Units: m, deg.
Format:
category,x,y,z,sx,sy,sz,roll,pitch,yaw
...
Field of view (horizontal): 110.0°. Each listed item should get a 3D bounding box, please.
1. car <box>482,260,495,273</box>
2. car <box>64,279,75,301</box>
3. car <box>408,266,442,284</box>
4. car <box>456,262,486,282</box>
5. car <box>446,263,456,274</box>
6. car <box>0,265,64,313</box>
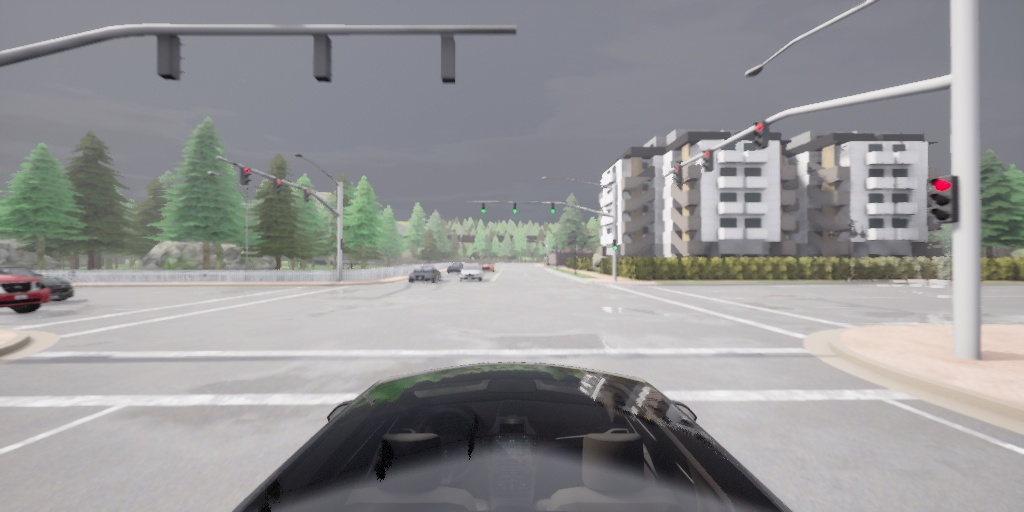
category,x,y,z,sx,sy,sz,roll,pitch,yaw
car,-3.574,1.425,51.191,2.097,1.767,4.553,0,0,0
car,-22.081,1.191,15.471,4.553,1.767,2.097,0,0,-1
car,-6.999,1.494,29.282,1.994,1.385,4.181,0,0,0
car,-3.518,1.469,31.312,1.812,1.442,4.674,0,0,-2
car,-7.093,1.587,46.052,2.033,1.411,5.357,0,0,0
car,-19.331,1.039,12.039,5.566,2.045,2.150,0,0,-1
